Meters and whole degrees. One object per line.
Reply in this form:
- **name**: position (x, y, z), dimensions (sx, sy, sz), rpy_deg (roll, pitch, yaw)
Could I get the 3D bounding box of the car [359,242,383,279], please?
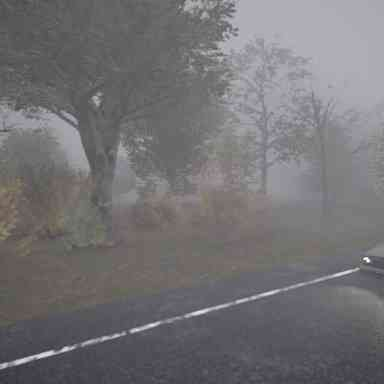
- **car**: position (6.548, 1.461, 8.662), dimensions (5.357, 1.411, 2.033), rpy_deg (-1, 0, -36)
